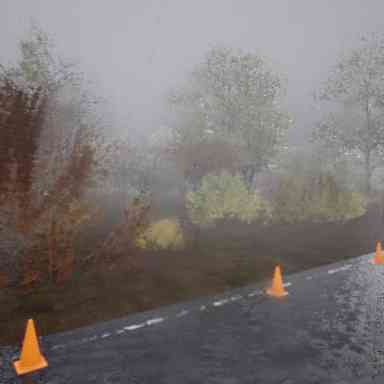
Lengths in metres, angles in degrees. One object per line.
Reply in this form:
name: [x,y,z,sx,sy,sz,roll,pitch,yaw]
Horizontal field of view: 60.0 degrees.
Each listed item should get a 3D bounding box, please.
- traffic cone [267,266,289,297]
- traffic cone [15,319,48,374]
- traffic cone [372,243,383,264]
traffic cone: [1.879,1.923,7.271,0.340,0.580,0.340,-1,0,-37]
traffic cone: [-2.095,1.958,4.330,0.340,0.580,0.340,-1,0,-36]
traffic cone: [5.791,1.888,10.296,0.340,0.580,0.340,-1,0,-38]
